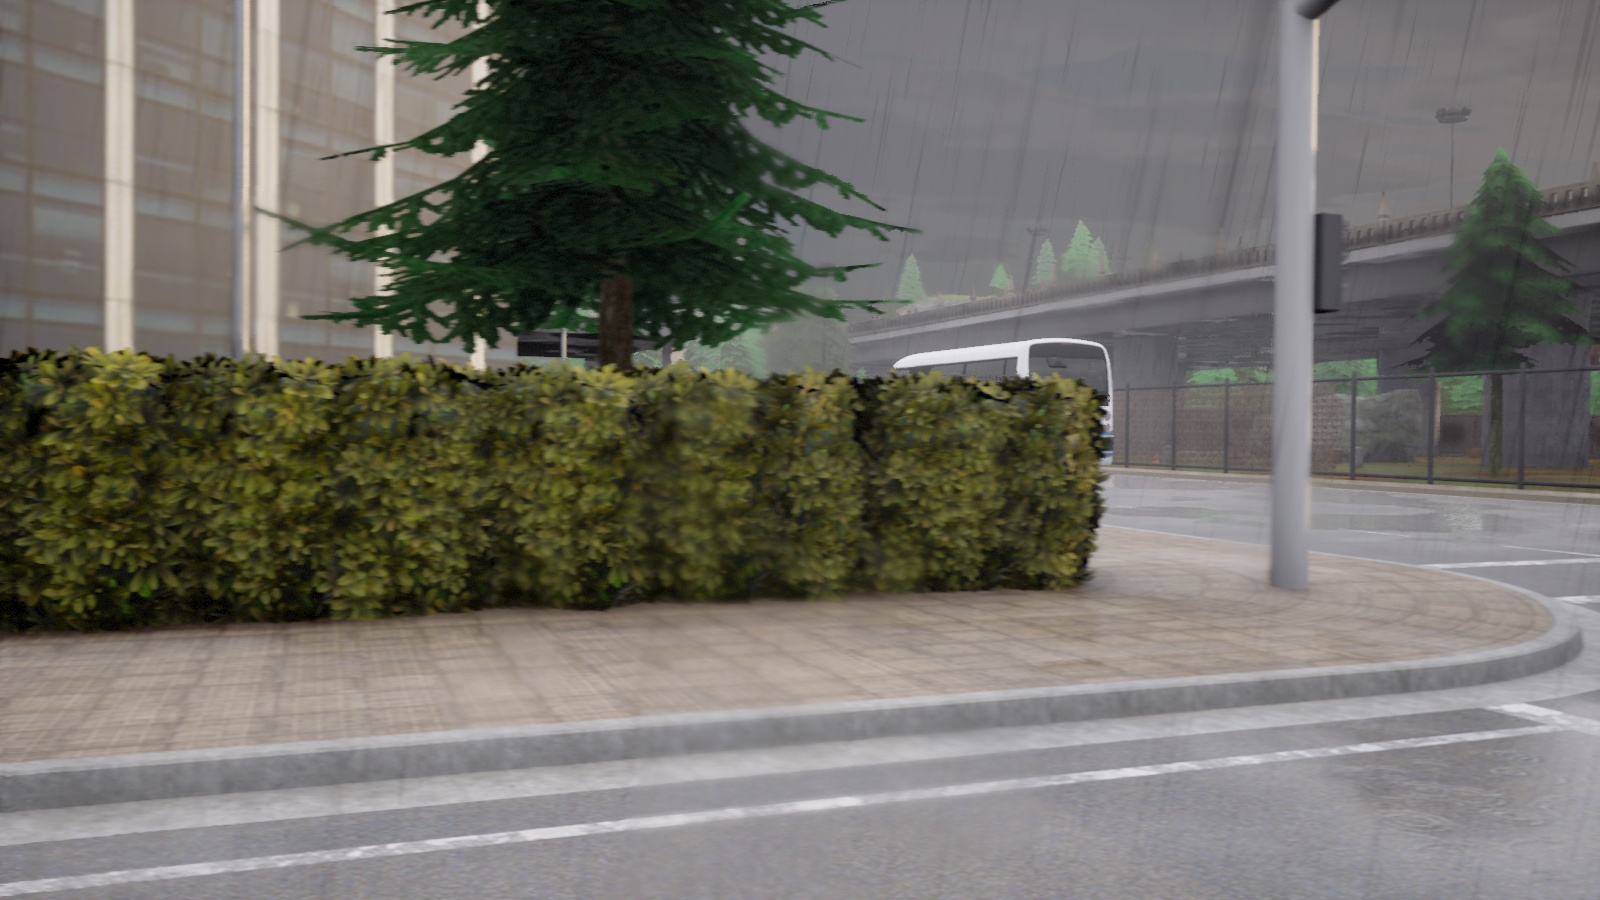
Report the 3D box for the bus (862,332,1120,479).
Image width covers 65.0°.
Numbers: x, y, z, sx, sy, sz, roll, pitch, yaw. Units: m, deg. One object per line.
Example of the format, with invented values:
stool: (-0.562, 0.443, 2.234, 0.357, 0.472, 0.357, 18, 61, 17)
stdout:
bus: (5.947, -1.380, 41.845, 3.944, 4.253, 10.273, -1, 1, -21)
